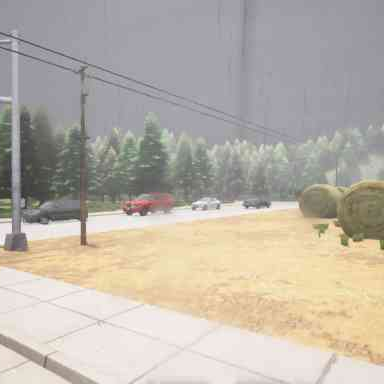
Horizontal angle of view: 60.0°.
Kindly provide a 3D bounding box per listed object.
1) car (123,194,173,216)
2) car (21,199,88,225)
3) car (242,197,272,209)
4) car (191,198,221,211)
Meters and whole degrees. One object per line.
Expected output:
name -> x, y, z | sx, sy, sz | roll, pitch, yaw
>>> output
car -> -4.135, 1.180, 32.369 | 2.150, 2.045, 5.566 | 0, 0, 37
car -> -10.056, 1.362, 24.406 | 2.097, 1.767, 4.553 | 0, 0, 37
car -> 8.466, 1.411, 43.123 | 2.033, 1.411, 5.357 | 0, 0, 37
car -> 1.778, 1.431, 40.310 | 1.812, 1.442, 4.674 | 0, 0, 37
